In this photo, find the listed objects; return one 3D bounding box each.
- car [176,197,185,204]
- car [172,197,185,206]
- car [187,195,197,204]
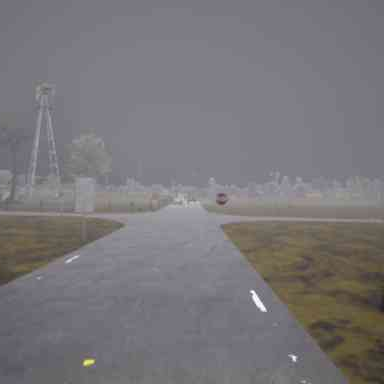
[{"bbox_3d":[-2.771,1.956,79.850,1.882,1.535,5.008,0,0,0],"label":"car"},{"bbox_3d":[-2.781,1.907,64.457,1.812,1.442,4.674,0,0,0],"label":"car"},{"bbox_3d":[-0.020,1.694,78.720,2.150,2.045,5.566,0,0,0],"label":"car"}]
